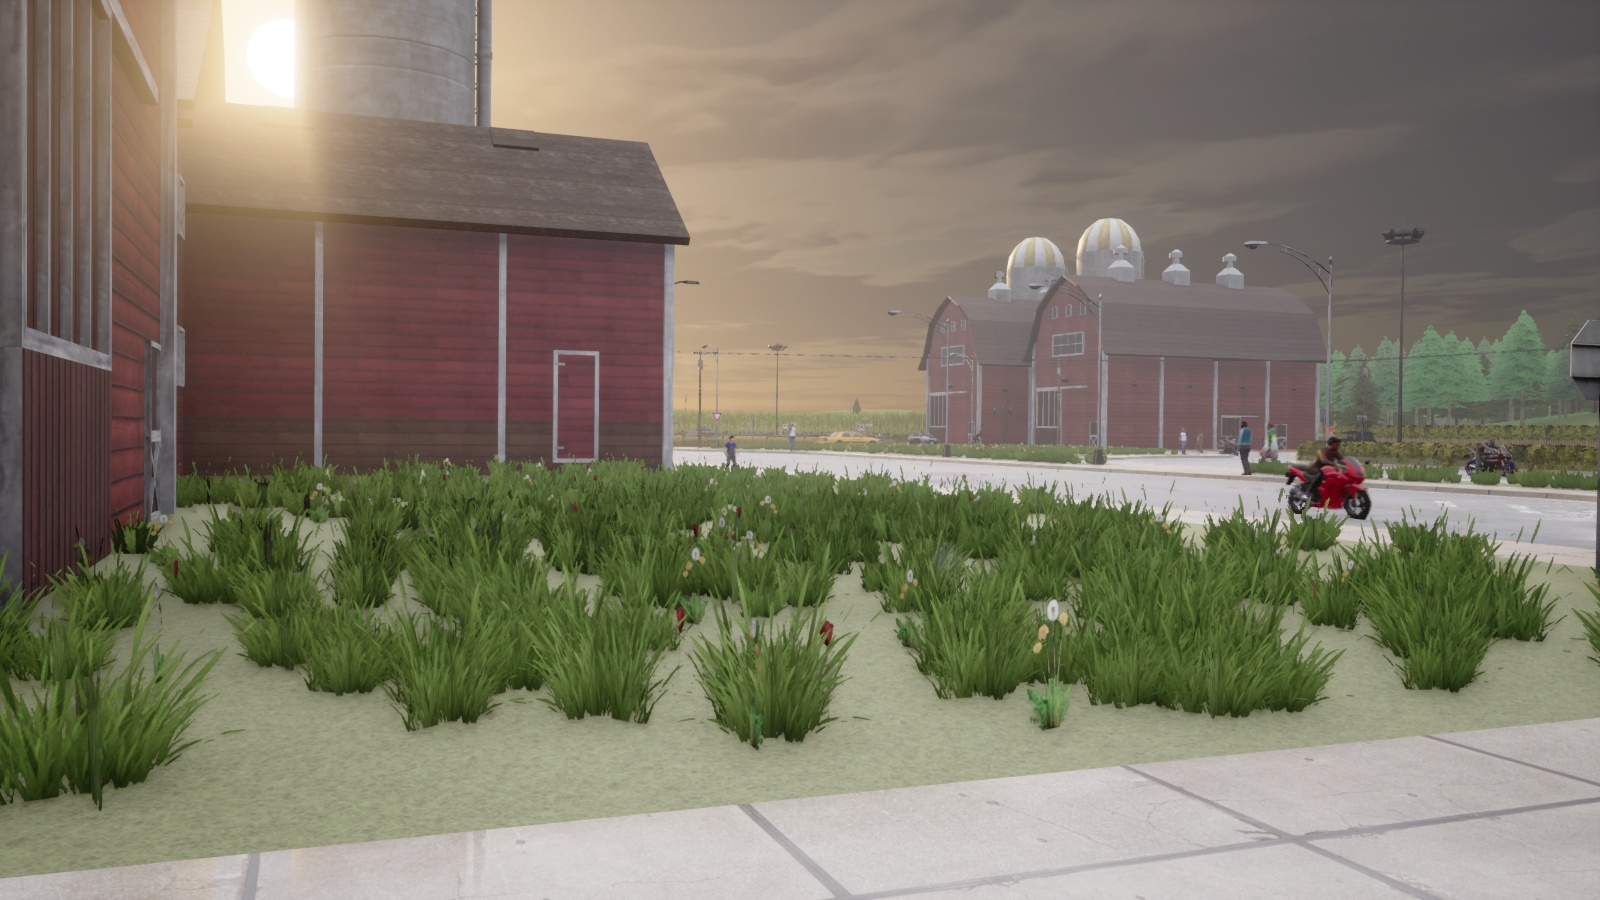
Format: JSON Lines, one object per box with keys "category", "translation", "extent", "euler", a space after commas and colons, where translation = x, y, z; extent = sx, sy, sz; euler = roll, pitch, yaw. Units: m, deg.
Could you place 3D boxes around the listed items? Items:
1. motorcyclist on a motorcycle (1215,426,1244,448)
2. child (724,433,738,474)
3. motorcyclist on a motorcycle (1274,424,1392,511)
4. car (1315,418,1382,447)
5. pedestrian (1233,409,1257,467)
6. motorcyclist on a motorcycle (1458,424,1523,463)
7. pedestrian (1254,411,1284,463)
{"category": "motorcyclist on a motorcycle", "translation": [30.534, -0.949, 89.249], "extent": [0.866, 1.530, 2.191], "euler": [0, 1, -16]}
{"category": "child", "translation": [-2.177, 0.111, 39.597], "extent": [0.270, 1.263, 0.437], "euler": [-1, 1, -26]}
{"category": "motorcyclist on a motorcycle", "translation": [9.872, 0.294, 23.344], "extent": [0.797, 1.523, 2.044], "euler": [-1, 1, -22]}
{"category": "car", "translation": [36.451, -1.161, 83.489], "extent": [1.905, 1.878, 3.866], "euler": [-1, 0, -21]}
{"category": "pedestrian", "translation": [14.913, -0.393, 42.131], "extent": [0.396, 1.930, 0.692], "euler": [-1, 1, -21]}
{"category": "motorcyclist on a motorcycle", "translation": [27.256, -0.268, 49.604], "extent": [0.866, 1.530, 2.191], "euler": [-1, 1, -21]}
{"category": "pedestrian", "translation": [17.830, -0.512, 47.741], "extent": [0.659, 1.952, 0.873], "euler": [-1, 1, -41]}
